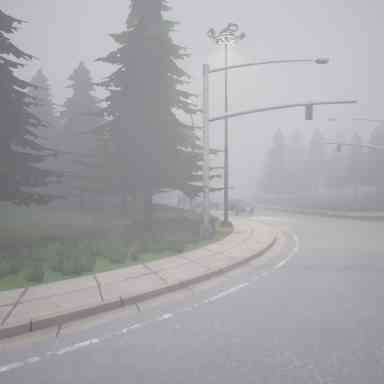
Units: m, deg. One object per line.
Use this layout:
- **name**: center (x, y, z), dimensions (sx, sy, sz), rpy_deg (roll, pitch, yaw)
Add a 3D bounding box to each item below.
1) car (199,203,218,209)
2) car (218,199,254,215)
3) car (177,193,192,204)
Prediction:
- **car**: center (2.092, 1.601, 43.907), dimensions (1.895, 1.301, 4.718), rpy_deg (0, 0, -16)
- **car**: center (4.735, 1.492, 34.265), dimensions (2.128, 1.511, 4.902), rpy_deg (0, 0, -15)
- **car**: center (-0.830, 1.221, 54.060), dimensions (2.150, 2.045, 5.566), rpy_deg (0, 0, -17)
